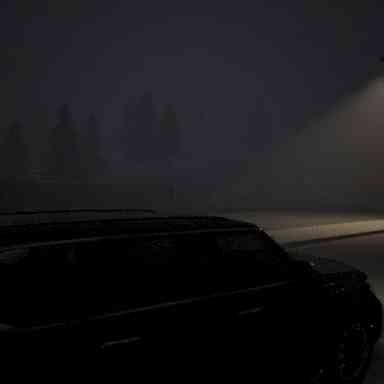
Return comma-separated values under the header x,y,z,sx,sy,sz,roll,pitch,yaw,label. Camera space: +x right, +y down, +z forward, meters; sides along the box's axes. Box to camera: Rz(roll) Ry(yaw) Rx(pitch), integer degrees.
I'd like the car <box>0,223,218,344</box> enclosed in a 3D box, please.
x,y,z,sx,sy,sz,roll,pitch,yaw,label
-1.866,1.528,6.714,4.674,1.442,1.812,0,0,-36,car

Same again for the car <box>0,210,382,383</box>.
x,y,z,sx,sy,sz,roll,pitch,yaw,label
-0.208,1.221,3.598,5.566,2.045,2.150,0,0,-36,car
